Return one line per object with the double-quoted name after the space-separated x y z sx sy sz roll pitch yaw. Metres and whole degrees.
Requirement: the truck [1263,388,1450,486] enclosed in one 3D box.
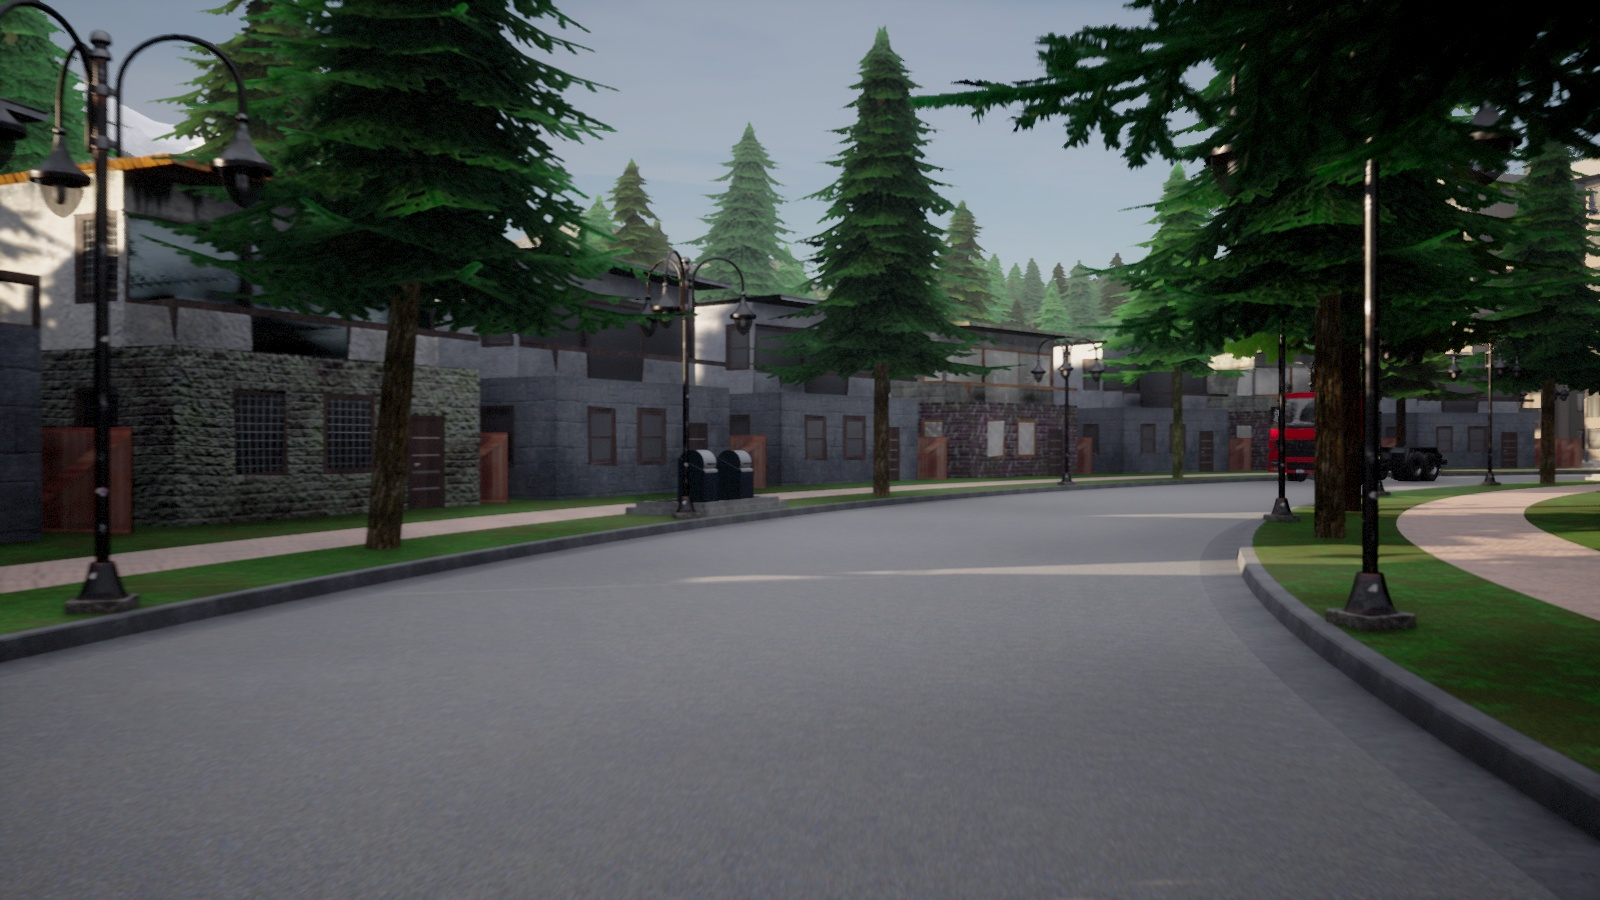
21.211 -0.480 47.677 7.936 3.462 2.891 0 0 -36 "truck"
